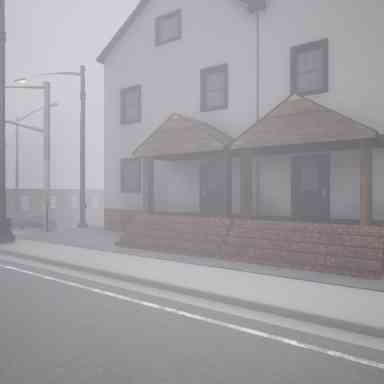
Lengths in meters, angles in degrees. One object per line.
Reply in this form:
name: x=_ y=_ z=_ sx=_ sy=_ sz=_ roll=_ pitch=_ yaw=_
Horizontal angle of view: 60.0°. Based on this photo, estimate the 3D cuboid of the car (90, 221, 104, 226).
car: x=-8.969 y=3.820 z=36.408 sx=2.097 sy=1.767 sz=4.553 roll=0 pitch=-12 yaw=35

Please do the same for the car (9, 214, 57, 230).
car: x=-14.069 y=2.655 z=29.317 sx=1.994 sy=1.385 sz=4.181 roll=0 pitch=-9 yaw=36
